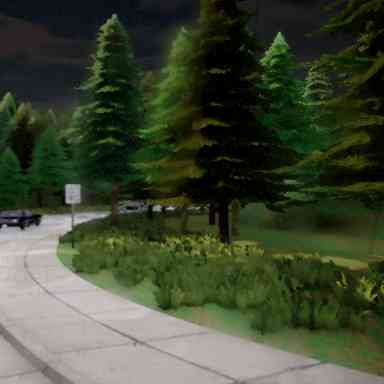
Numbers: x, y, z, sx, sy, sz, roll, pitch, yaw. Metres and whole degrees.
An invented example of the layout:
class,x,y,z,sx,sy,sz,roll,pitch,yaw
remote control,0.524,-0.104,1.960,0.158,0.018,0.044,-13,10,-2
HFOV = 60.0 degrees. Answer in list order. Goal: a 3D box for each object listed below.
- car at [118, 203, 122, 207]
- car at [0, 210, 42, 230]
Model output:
class,x,y,z,sx,sy,sz,roll,pitch,yaw
car,-9.164,2.051,48.108,2.128,1.511,4.902,-1,-1,39
car,-12.204,1.915,23.433,1.895,1.301,4.718,0,-1,-7
